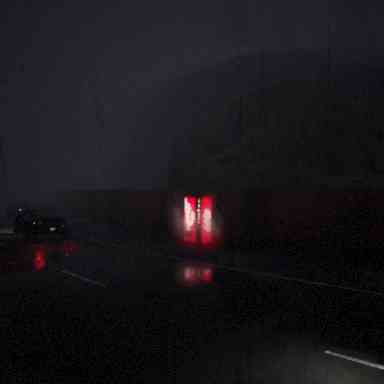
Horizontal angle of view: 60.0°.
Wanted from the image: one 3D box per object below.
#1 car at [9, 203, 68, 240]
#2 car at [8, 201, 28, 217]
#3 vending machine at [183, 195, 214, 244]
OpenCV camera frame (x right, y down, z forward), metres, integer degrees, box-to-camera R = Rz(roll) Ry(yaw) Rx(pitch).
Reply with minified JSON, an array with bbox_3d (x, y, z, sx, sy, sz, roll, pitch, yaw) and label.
[{"bbox_3d":[-7.890,1.526,17.215,1.812,1.442,4.674,0,0,-38],"label":"car"},{"bbox_3d":[-16.123,1.564,31.279,1.994,1.385,4.181,0,0,-26],"label":"car"},{"bbox_3d":[0.299,1.195,15.025,1.100,2.100,0.880,0,0,-45],"label":"vending machine"}]
